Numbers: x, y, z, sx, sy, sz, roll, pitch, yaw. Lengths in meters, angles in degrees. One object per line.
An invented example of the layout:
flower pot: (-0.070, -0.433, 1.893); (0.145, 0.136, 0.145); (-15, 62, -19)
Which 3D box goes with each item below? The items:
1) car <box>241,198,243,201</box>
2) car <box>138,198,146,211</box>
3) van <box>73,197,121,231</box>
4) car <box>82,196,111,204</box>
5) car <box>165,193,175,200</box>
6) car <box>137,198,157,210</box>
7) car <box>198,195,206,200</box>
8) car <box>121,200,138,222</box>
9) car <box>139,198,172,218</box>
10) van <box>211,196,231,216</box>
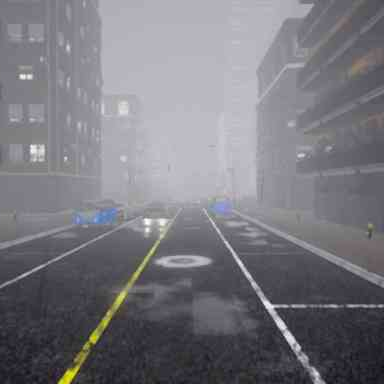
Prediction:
car: (10.810, 1.286, 56.917); (4.902, 1.511, 2.128); (0, 1, 0)
car: (-5.707, 1.471, 36.755); (1.752, 1.417, 4.829); (-1, 0, 0)
van: (-5.707, 1.311, 19.933); (1.690, 1.788, 3.998); (-1, 0, 0)
car: (-17.894, 1.417, 62.558); (4.829, 1.417, 1.752); (0, 1, 0)
car: (-5.713, 1.440, 80.655); (1.887, 1.381, 4.507); (-1, 0, 0)
car: (-5.708, 1.489, 42.589); (2.008, 1.369, 4.403); (-1, 0, 0)
car: (2.633, 1.434, 86.363); (1.887, 1.381, 4.507); (-1, 0, 0)
car: (-5.705, 1.512, 25.597); (2.008, 1.369, 4.403); (-1, 0, 0)
car: (-3.099, 1.520, 29.085); (1.994, 1.385, 4.181); (0, 0, 0)
van: (2.671, 1.294, 31.226); (1.690, 1.788, 3.998); (-1, 0, 0)
